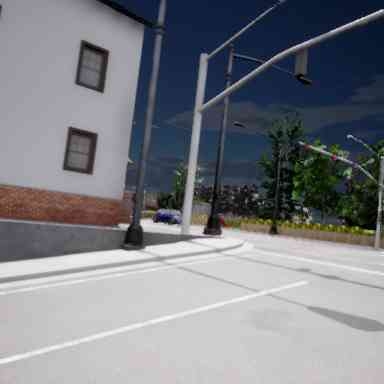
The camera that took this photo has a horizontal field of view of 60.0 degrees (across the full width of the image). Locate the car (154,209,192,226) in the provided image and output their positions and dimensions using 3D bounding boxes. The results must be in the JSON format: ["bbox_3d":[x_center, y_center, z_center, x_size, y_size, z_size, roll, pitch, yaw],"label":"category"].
[{"bbox_3d":[-1.948,2.514,33.719,2.097,1.767,4.553,10,-6,-35],"label":"car"}]
